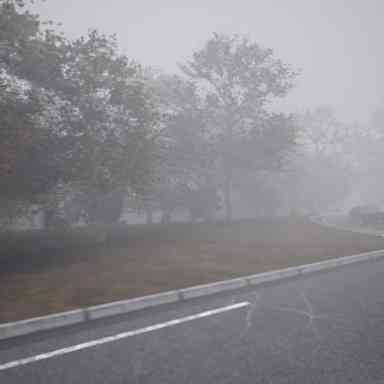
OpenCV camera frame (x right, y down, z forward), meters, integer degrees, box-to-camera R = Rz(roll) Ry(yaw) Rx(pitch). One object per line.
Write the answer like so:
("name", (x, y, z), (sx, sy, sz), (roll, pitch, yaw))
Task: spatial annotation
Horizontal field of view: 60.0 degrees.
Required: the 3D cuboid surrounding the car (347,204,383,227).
("car", (12.821, 1.646, 24.257), (1.882, 1.535, 5.008), (-1, 0, 12))
